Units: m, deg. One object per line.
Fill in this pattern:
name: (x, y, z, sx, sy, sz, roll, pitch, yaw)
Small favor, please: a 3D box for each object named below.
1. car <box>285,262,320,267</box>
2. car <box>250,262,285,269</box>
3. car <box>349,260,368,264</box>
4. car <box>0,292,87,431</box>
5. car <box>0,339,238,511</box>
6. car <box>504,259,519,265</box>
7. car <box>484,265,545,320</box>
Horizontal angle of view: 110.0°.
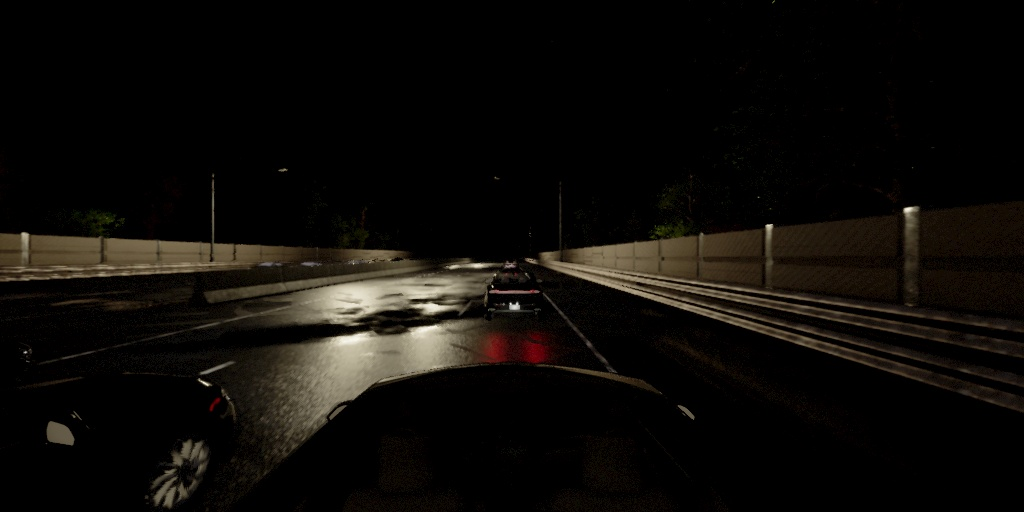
car: (-21.241, 1.325, 37.575, 1.994, 1.385, 4.181, 0, 0, 0)
car: (-24.737, 1.326, 36.607, 1.994, 1.385, 4.181, 0, 0, 0)
car: (-17.757, 1.253, 40.881, 2.128, 1.511, 4.902, 0, 0, 0)
car: (-6.905, 1.243, 2.478, 2.128, 1.511, 4.902, 0, 0, 0)
car: (-3.405, 1.256, 1.249, 1.837, 1.490, 4.892, 0, 0, 0)
car: (-0.089, 1.189, 44.493, 2.033, 1.649, 4.856, 0, 0, 0)
car: (0.070, 1.244, 12.620, 2.128, 1.511, 4.902, 0, 0, 0)
